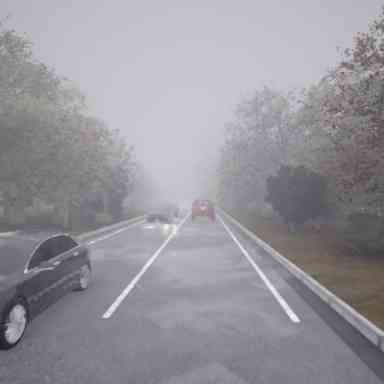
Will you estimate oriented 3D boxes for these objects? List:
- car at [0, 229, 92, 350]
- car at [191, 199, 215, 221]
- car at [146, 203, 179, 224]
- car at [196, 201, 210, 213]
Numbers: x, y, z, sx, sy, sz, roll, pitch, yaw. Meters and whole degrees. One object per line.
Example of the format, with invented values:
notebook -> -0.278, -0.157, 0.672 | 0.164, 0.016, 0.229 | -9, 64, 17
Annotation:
car -> -3.434, 1.557, 6.400 | 1.837, 1.490, 4.892 | 1, -1, 2
car -> 1.095, 1.663, 32.544 | 2.150, 2.045, 5.566 | 1, -1, 2
car -> -2.648, 1.906, 28.941 | 2.033, 1.411, 5.357 | 1, -1, 2
car -> 1.571, 2.115, 47.036 | 1.882, 1.535, 5.008 | 1, -1, 2
